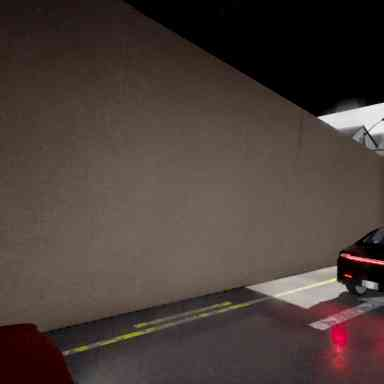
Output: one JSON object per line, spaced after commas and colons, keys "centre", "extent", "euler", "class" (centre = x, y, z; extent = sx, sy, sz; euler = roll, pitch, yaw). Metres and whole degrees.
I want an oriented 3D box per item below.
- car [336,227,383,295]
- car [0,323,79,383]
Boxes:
{"centre": [5.244, 1.491, 7.512], "extent": [4.902, 1.511, 2.128], "euler": [0, 0, -35], "class": "car"}
{"centre": [-2.998, 1.601, 1.687], "extent": [4.718, 1.301, 1.895], "euler": [0, 0, -35], "class": "car"}
